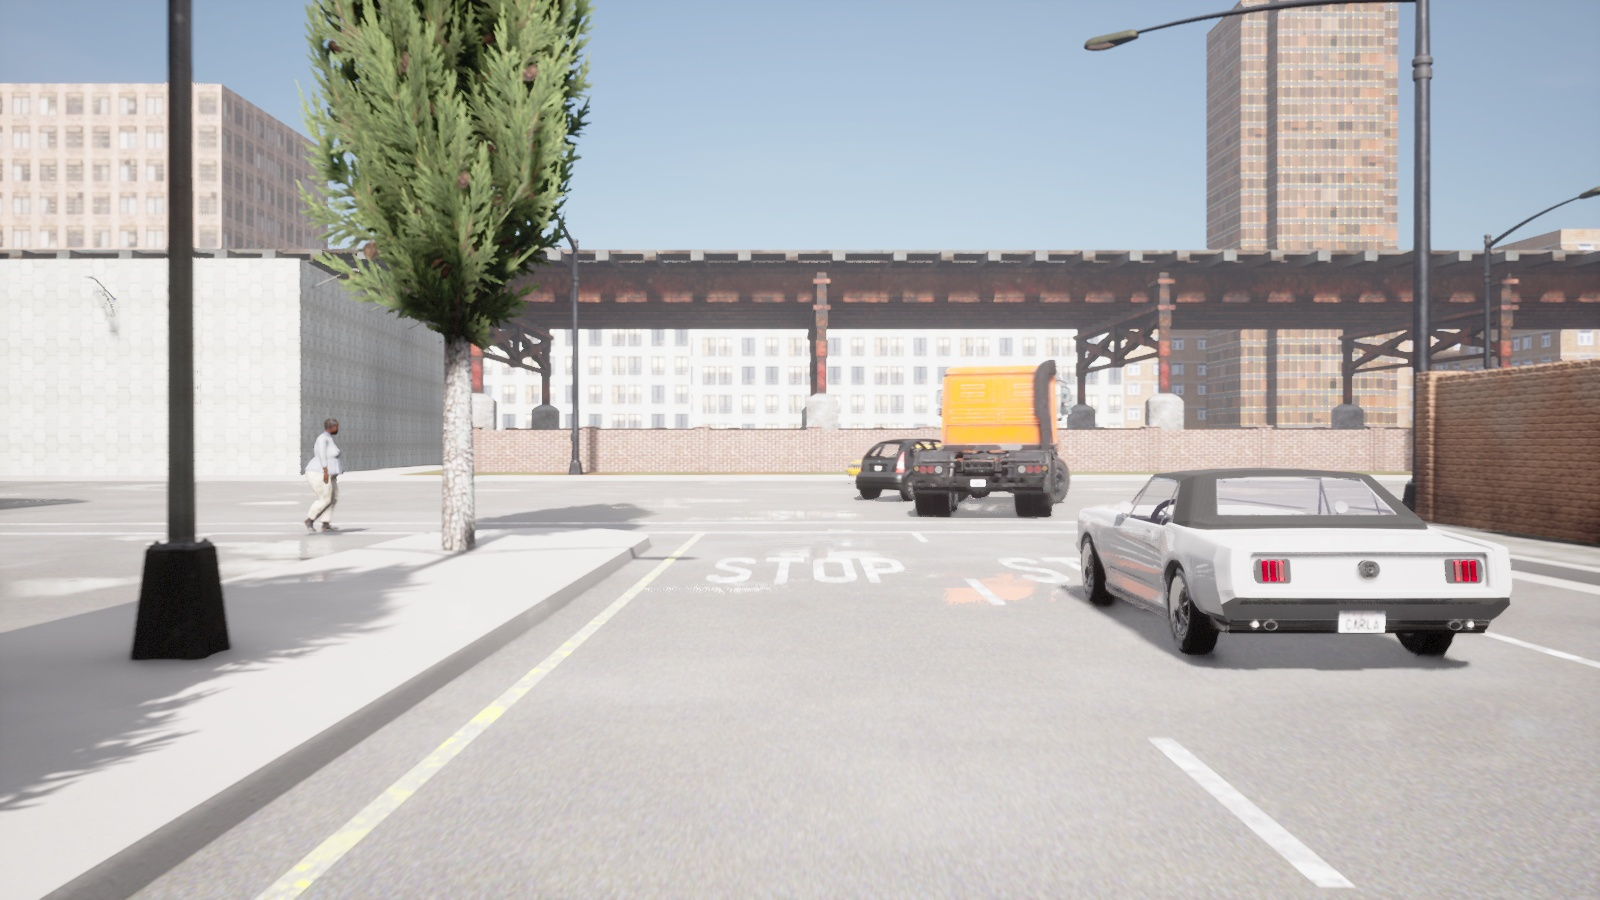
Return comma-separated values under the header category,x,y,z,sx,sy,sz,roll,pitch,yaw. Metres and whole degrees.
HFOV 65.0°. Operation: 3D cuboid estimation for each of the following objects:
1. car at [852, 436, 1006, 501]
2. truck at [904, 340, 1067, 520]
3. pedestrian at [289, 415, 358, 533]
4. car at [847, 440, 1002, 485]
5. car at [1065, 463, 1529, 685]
category,x,y,z,sx,sy,sz,roll,pitch,yaw
car,3.470,0.459,33.342,3.988,1.617,1.851,0,0,-41
truck,4.416,-0.392,28.385,2.891,3.462,7.936,0,0,14
pedestrian,-7.623,0.372,20.130,0.900,1.855,0.874,0,0,-12
car,4.401,0.436,44.972,5.366,1.575,1.801,0,0,1
car,3.573,0.793,10.137,1.895,1.301,4.718,0,0,0
